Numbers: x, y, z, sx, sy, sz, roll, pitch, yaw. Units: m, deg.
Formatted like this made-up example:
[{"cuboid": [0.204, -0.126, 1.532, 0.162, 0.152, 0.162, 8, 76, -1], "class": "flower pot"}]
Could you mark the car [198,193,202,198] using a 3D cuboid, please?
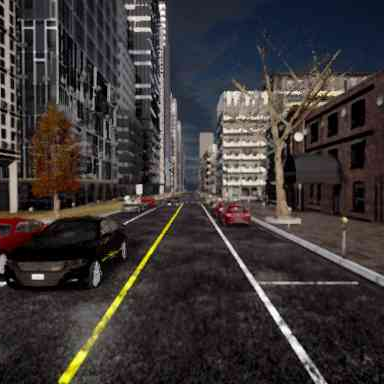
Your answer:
[{"cuboid": [2.677, 0.964, 93.099, 2.008, 1.369, 4.403, -1, 0, 0], "class": "car"}]

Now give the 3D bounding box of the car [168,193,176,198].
[{"cuboid": [-5.703, 0.980, 93.098, 1.947, 1.339, 4.313, -1, 0, 0], "class": "car"}]

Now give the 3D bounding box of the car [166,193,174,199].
[{"cuboid": [-5.703, 0.975, 87.274, 1.752, 1.417, 4.829, -1, 0, 0], "class": "car"}]

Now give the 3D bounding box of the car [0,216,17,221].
[{"cuboid": [-5.702, 1.480, 10.039, 1.887, 1.381, 4.507, -1, 0, 0], "class": "car"}]

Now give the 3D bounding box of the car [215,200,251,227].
[{"cuboid": [2.713, 1.445, 21.269, 1.802, 1.307, 4.206, -1, 0, 0], "class": "car"}]

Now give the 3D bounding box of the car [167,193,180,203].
[{"cuboid": [-3.003, 1.208, 56.343, 1.994, 1.385, 4.181, 0, 0, 0], "class": "car"}]

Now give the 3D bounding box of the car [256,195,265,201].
[{"cuboid": [16.314, 1.171, 72.623, 4.403, 1.369, 2.008, 0, 1, 1], "class": "car"}]

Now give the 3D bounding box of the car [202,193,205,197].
[{"cuboid": [2.807, 1.208, 49.660, 1.752, 1.417, 4.829, -1, 0, 0], "class": "car"}]

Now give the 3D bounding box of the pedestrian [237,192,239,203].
[{"cuboid": [8.135, 0.966, 58.413, 0.375, 1.860, 0.375, -1, 1, 0], "class": "pedestrian"}]

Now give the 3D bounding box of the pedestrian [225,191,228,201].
[{"cuboid": [6.135, 0.776, 59.009, 0.375, 1.860, 0.375, -1, 1, 0], "class": "pedestrian"}]

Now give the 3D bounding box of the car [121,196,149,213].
[{"cuboid": [-5.805, 1.341, 32.614, 2.008, 1.369, 4.403, -1, 0, 0], "class": "car"}]

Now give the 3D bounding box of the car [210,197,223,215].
[{"cuboid": [2.746, 1.371, 26.913, 1.887, 1.381, 4.507, -1, 0, 0], "class": "car"}]

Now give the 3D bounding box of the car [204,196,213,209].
[{"cuboid": [2.808, 1.306, 38.201, 2.008, 1.369, 4.403, -1, 0, 0], "class": "car"}]

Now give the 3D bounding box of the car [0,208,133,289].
[{"cuboid": [-3.100, 1.418, 9.188, 1.882, 1.535, 5.008, 0, 0, 0], "class": "car"}]

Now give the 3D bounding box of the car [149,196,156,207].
[{"cuboid": [-5.832, 1.264, 43.903, 1.887, 1.381, 4.507, -1, 0, 0], "class": "car"}]
